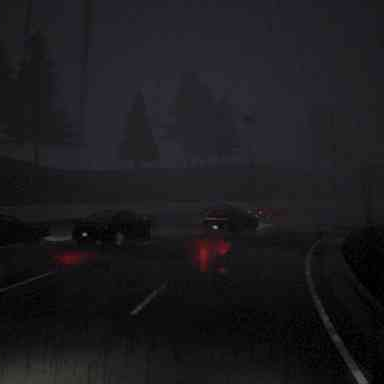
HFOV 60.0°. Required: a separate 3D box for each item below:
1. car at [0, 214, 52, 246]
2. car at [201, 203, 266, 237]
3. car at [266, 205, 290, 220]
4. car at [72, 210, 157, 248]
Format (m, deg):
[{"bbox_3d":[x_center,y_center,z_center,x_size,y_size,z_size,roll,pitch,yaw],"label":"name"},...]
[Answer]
[{"bbox_3d":[-8.201,1.581,13.413,2.033,1.411,5.357,0,0,18],"label":"car"},{"bbox_3d":[2.399,1.648,19.455,2.128,1.511,4.902,0,-1,29],"label":"car"},{"bbox_3d":[7.255,1.878,31.214,4.718,1.301,1.895,1,-1,-44],"label":"car"},{"bbox_3d":[-3.376,1.563,15.561,1.882,1.535,5.008,0,-1,21],"label":"car"}]
